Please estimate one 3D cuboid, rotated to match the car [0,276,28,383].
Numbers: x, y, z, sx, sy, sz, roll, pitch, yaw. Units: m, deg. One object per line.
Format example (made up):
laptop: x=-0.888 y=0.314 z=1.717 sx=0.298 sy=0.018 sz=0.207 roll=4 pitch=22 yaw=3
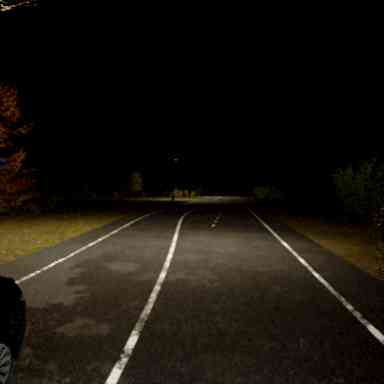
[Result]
car: x=-3.034 y=1.472 z=2.091 sx=2.128 sy=1.511 sz=4.902 roll=0 pitch=0 yaw=4
